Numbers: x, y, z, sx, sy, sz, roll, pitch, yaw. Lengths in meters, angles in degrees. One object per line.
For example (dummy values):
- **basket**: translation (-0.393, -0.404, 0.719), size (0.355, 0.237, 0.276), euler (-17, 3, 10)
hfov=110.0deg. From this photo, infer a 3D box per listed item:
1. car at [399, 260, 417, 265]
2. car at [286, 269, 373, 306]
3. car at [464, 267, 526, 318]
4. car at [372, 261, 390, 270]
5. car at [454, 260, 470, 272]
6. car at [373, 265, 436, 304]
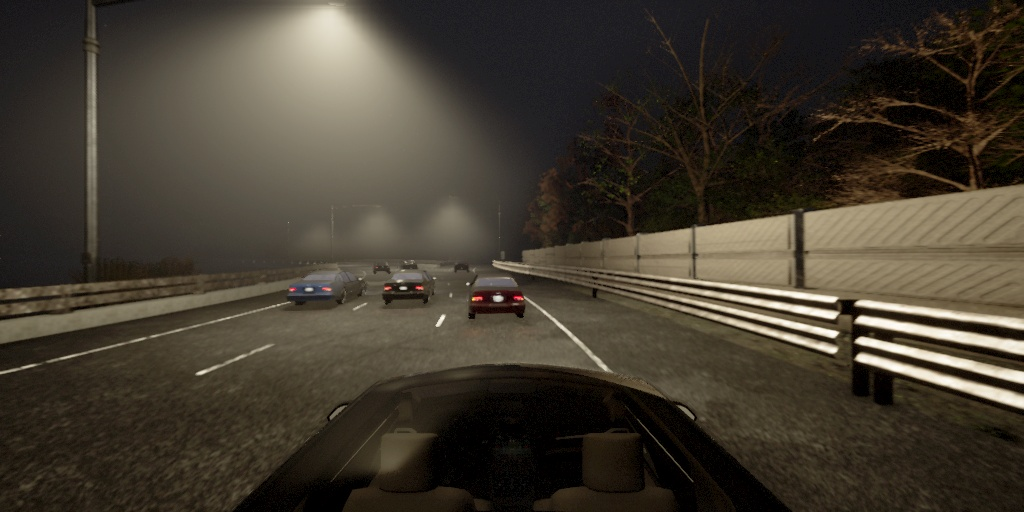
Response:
- **car**: translation (-13.476, 1.296, 46.540), size (2.128, 1.511, 4.902), euler (0, 0, -24)
- **car**: translation (-8.108, 1.329, 16.178), size (2.033, 1.411, 5.357), euler (0, 0, -8)
- **car**: translation (-0.673, 1.301, 13.051), size (2.033, 1.411, 5.357), euler (0, 0, -6)
- **car**: translation (-15.938, 1.360, 43.671), size (2.033, 1.411, 5.357), euler (0, 0, -24)
- **car**: translation (-6.453, 1.270, 46.186), size (2.128, 1.511, 4.902), euler (0, 0, -8)
- **car**: translation (-4.620, 1.316, 16.564), size (2.033, 1.411, 5.357), euler (0, 0, -8)
